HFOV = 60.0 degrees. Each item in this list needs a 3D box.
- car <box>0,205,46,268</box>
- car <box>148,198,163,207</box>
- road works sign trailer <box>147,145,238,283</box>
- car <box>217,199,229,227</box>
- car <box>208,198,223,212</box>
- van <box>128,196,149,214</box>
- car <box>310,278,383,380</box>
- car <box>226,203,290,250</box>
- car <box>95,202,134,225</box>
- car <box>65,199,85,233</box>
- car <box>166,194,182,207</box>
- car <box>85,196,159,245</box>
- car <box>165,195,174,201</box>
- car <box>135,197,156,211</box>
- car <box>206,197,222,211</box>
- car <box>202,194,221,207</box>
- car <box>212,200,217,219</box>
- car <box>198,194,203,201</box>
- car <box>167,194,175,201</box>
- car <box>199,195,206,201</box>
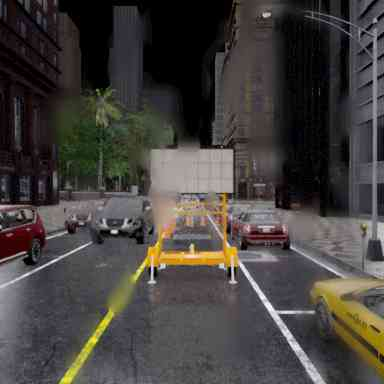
[{"bbox_3d":[-5.755,1.315,8.914,2.192,1.841,5.009,0,0,0],"label":"car"},{"bbox_3d":[-5.700,1.594,52.322,1.802,1.307,4.206,0,0,0],"label":"car"},{"bbox_3d":[0.013,0.464,9.596,2.380,3.560,2.880,0,0,0],"label":"road works sign trailer"},{"bbox_3d":[2.784,1.442,19.743,1.967,1.590,4.097,0,0,0],"label":"car"},{"bbox_3d":[2.798,1.557,30.593,2.008,1.369,4.403,0,0,0],"label":"car"},{"bbox_3d":[-5.721,1.350,36.044,1.690,1.788,3.998,0,0,0],"label":"van"},{"bbox_3d":[2.765,1.525,3.638,1.752,1.417,4.829,0,0,0],"label":"car"},{"bbox_3d":[2.777,1.441,14.318,1.967,1.590,4.097,0,0,0],"label":"car"},{"bbox_3d":[-5.734,1.549,25.191,1.887,1.381,4.507,0,0,0],"label":"car"},{"bbox_3d":[-5.742,1.317,19.766,2.192,1.841,5.009,0,0,0],"label":"car"},{"bbox_3d":[-2.937,1.504,51.119,2.128,1.511,4.902,0,0,0],"label":"car"},{"bbox_3d":[-3.080,1.222,15.961,2.150,2.045,5.566,0,0,0],"label":"car"},{"bbox_3d":[-5.660,1.559,84.182,2.008,1.369,4.403,0,0,0],"label":"car"},{"bbox_3d":[-5.714,1.451,41.470,1.967,1.590,4.097,0,0,0],"label":"car"},{"bbox_3d":[2.805,1.534,36.188,1.752,1.417,4.829,0,0,0],"label":"car"},{"bbox_3d":[2.811,1.326,41.443,2.192,1.841,5.009,0,0,0],"label":"car"},{"bbox_3d":[2.790,1.549,25.168,1.887,1.381,4.507,0,0,0],"label":"car"},{"bbox_3d":[2.858,1.576,78.731,1.947,1.339,4.313,0,0,0],"label":"car"},{"bbox_3d":[-5.654,1.447,89.602,1.967,1.590,4.097,0,0,0],"label":"car"},{"bbox_3d":[2.872,1.532,89.742,1.752,1.417,4.829,0,0,0],"label":"car"}]
